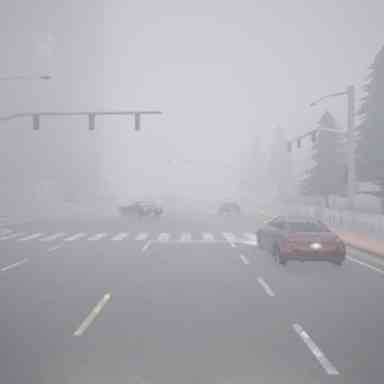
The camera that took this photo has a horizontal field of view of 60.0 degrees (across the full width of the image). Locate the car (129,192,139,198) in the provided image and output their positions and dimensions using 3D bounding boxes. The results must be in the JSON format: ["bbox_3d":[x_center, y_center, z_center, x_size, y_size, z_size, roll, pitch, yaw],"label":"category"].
[{"bbox_3d":[-15.124,0.767,91.501,4.553,1.767,2.097,0,0,32],"label":"car"}]

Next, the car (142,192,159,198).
[{"bbox_3d":[-11.753,0.840,93.450,4.674,1.442,1.812,0,0,32],"label":"car"}]

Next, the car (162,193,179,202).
[{"bbox_3d":[-3.953,0.953,61.794,2.097,1.767,4.553,0,0,0],"label":"car"}]

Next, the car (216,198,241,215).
[{"bbox_3d":[3.395,1.323,31.178,1.812,1.442,4.674,0,0,0],"label":"car"}]

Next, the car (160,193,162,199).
[{"bbox_3d":[-6.725,0.982,77.050,1.882,1.535,5.008,0,0,-24],"label":"car"}]

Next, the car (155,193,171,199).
[{"bbox_3d":[-7.424,0.956,84.655,1.837,1.490,4.892,0,0,-39],"label":"car"}]

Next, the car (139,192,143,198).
[{"bbox_3d":[-9.737,1.044,75.266,2.128,1.511,4.902,0,0,-24],"label":"car"}]

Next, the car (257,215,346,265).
[{"bbox_3d":[3.516,1.484,11.418,1.994,1.385,4.181,0,0,0],"label":"car"}]

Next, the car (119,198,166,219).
[{"bbox_3d":[-4.389,1.449,27.647,1.895,1.301,4.718,0,0,-35],"label":"car"}]

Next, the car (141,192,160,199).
[{"bbox_3d":[-7.423,1.143,59.850,1.812,1.442,4.674,0,0,0],"label":"car"}]

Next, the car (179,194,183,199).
[{"bbox_3d":[-4.428,1.036,86.509,1.895,1.301,4.718,0,0,-39],"label":"car"}]
